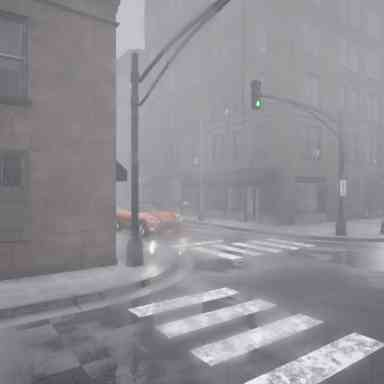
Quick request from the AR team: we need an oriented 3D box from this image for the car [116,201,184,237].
[{"bbox_3d":[-2.362,1.263,17.521,2.097,1.767,4.553,0,0,-35],"label":"car"}]
